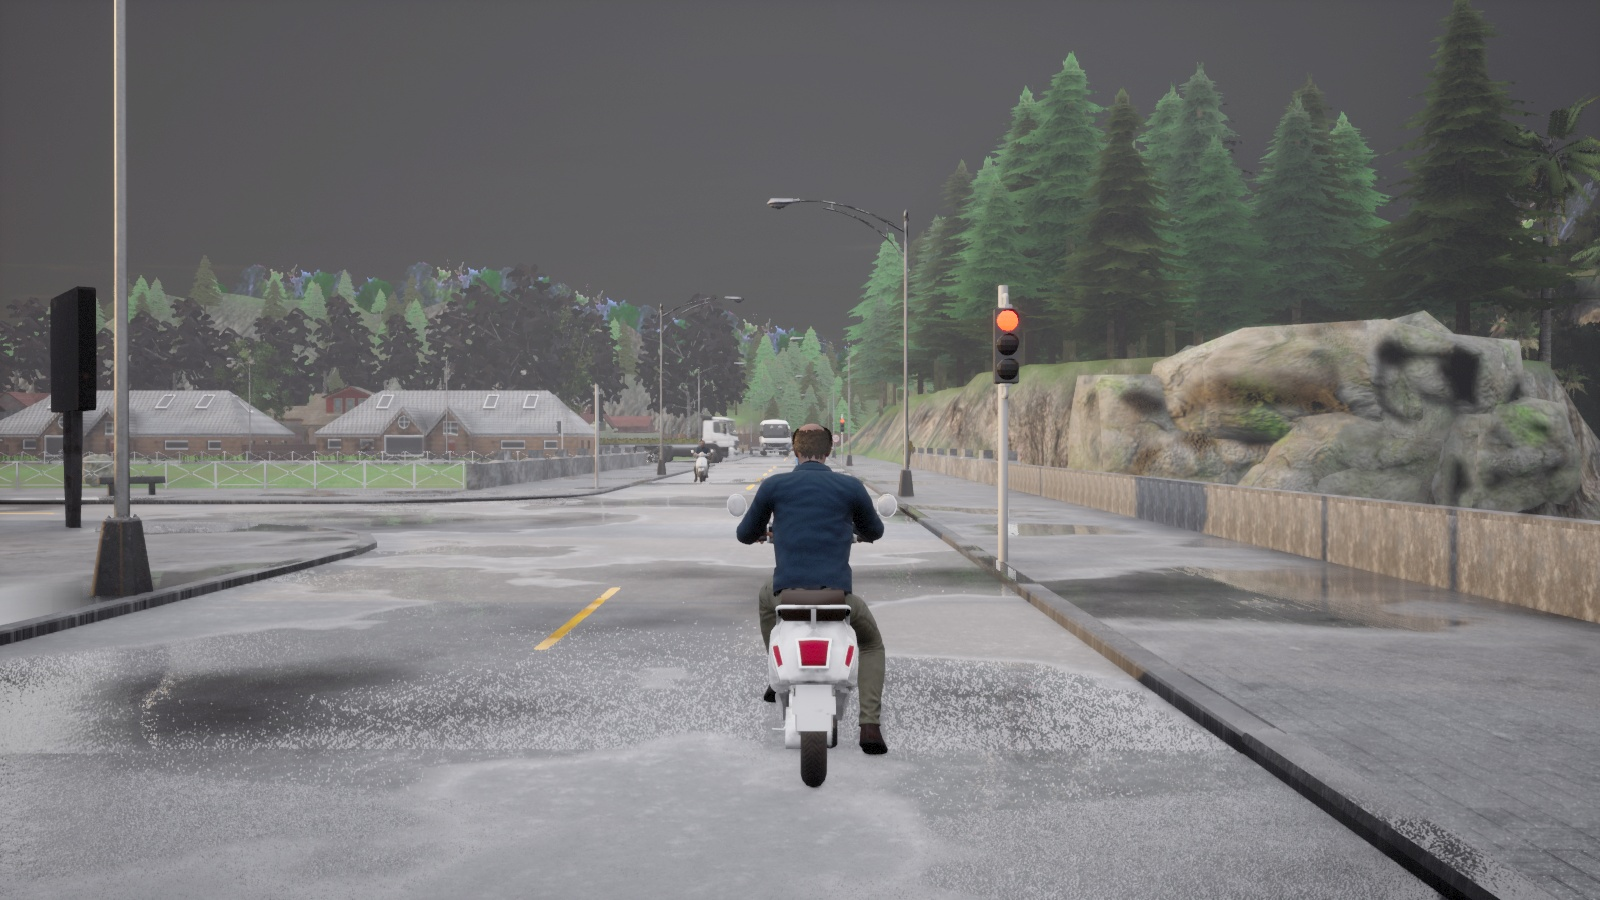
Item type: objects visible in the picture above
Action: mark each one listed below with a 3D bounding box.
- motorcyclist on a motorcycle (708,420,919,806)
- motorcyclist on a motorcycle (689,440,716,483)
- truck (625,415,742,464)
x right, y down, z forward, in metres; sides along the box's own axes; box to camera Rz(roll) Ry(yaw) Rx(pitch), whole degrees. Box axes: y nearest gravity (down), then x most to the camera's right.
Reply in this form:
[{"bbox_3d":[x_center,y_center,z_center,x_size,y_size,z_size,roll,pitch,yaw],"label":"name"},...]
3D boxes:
[{"bbox_3d":[0.059,0.666,6.070,0.866,1.590,1.817,0,0,0],"label":"motorcyclist on a motorcycle"},{"bbox_3d":[-3.717,0.426,48.000,0.866,1.590,1.817,0,0,0],"label":"motorcyclist on a motorcycle"},{"bbox_3d":[-8.394,-0.756,90.903,7.936,3.462,2.891,0,0,8],"label":"truck"}]
